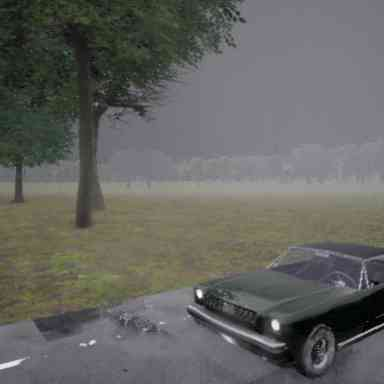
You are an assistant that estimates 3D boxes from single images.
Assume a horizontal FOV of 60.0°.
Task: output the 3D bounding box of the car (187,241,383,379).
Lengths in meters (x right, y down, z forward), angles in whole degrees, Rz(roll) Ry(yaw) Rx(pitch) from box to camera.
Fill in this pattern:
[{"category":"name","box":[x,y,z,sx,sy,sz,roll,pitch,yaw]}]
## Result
[{"category":"car","box":[2.274,1.597,5.613,4.718,1.301,1.895,0,0,-35]}]
